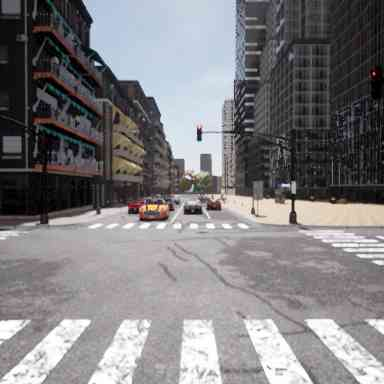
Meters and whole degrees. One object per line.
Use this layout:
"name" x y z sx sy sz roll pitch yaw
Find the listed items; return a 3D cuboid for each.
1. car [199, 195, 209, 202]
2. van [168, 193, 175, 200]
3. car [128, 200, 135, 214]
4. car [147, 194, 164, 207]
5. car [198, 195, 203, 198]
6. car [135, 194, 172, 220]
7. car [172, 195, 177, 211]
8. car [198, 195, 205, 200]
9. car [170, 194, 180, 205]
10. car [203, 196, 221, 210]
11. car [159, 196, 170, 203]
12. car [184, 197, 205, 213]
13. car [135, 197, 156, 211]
"car" 2.666 1.499 75.113 1.887 1.381 4.507 -1 0 0
"van" -5.680 1.291 92.003 1.690 1.788 3.998 -1 0 0
"car" -5.691 1.517 35.514 1.887 1.381 4.507 -1 0 0
"car" -5.691 1.279 52.462 2.192 1.841 5.009 -1 0 0
"car" 2.663 1.510 63.814 2.008 1.369 4.403 -1 0 0
"car" -3.092 1.330 27.770 2.097 1.767 4.553 0 0 0
"car" -3.085 1.476 39.832 1.837 1.490 4.892 0 0 0
"car" 2.669 1.475 92.230 1.752 1.417 4.829 -1 0 0
"car" -3.030 1.508 59.065 2.033 1.411 5.357 0 0 1
"car" 2.657 1.514 41.219 1.887 1.381 4.507 -1 0 0
"car" -5.683 1.539 69.408 1.802 1.307 4.206 -1 0 0
"car" 0.116 1.573 35.930 1.895 1.301 4.718 0 0 0
"car" -5.692 1.409 41.163 1.967 1.590 4.097 -1 0 0
